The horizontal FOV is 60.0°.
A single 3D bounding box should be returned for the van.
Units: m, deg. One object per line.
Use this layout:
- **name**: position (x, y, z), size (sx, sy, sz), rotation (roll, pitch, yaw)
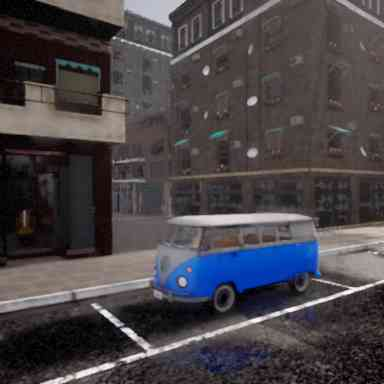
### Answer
- **van**: position (1.090, 1.386, 7.357), size (3.998, 1.788, 1.690), rotation (1, -1, -35)
